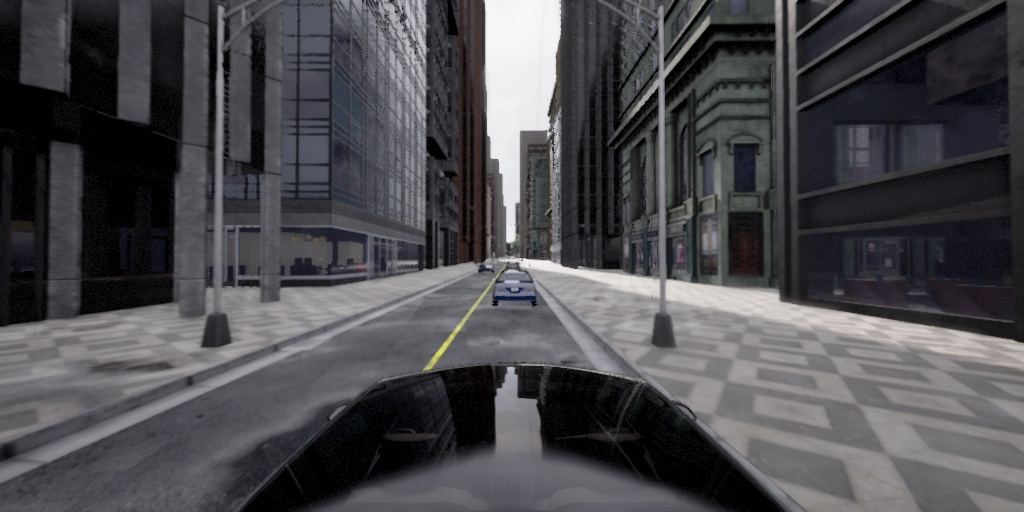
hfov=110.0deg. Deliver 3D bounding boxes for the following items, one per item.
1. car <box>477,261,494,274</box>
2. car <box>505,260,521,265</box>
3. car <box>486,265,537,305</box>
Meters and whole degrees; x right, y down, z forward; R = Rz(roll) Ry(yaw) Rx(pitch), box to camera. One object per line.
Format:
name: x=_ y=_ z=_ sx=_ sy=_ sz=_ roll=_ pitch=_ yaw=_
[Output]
car: x=-3.001 y=1.355 z=43.142 sx=2.033 sy=1.411 sz=5.357 roll=0 pitch=0 yaw=0
car: x=0.118 y=1.300 z=47.407 sx=2.128 sy=1.511 sz=4.902 roll=0 pitch=0 yaw=0
car: x=0.106 y=1.326 z=16.129 sx=2.033 sy=1.411 sz=5.357 roll=0 pitch=0 yaw=0
